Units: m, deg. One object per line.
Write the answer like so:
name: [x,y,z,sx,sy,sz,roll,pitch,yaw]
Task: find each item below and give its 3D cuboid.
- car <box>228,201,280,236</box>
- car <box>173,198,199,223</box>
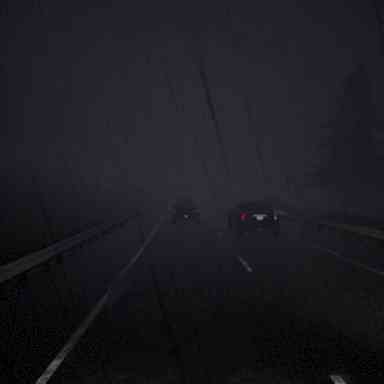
car: [3.234,1.290,18.265,2.097,1.767,4.553,0,0,-2]
car: [-0.450,1.444,24.585,1.812,1.442,4.674,0,0,-2]
